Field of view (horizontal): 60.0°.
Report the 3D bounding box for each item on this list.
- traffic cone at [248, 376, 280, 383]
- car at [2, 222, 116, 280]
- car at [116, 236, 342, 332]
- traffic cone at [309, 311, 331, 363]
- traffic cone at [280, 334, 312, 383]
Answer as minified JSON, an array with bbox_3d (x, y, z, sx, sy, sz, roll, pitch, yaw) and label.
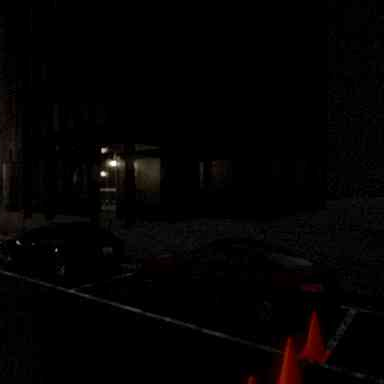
[{"bbox_3d":[0.536,1.954,2.975,0.340,0.580,0.340,0,0,36],"label":"traffic cone"},{"bbox_3d":[-3.886,1.555,9.868,4.313,1.339,1.947,0,0,36],"label":"car"},{"bbox_3d":[0.670,1.578,6.609,4.206,1.307,1.802,0,0,36],"label":"car"},{"bbox_3d":[1.699,1.954,4.602,0.340,0.580,0.340,0,0,36],"label":"traffic cone"},{"bbox_3d":[1.118,1.954,3.788,0.340,0.580,0.340,0,0,36],"label":"traffic cone"}]
